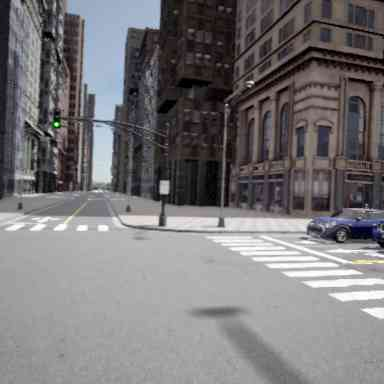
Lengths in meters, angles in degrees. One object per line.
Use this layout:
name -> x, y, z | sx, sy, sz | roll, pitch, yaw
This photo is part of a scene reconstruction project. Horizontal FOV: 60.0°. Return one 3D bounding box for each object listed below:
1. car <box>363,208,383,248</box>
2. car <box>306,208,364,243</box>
car -> 10.841, 1.625, 14.827 | 5.566, 2.045, 2.150 | 2, 0, -17
car -> 8.369, 1.649, 17.504 | 4.553, 1.767, 2.097 | 2, 0, -16
